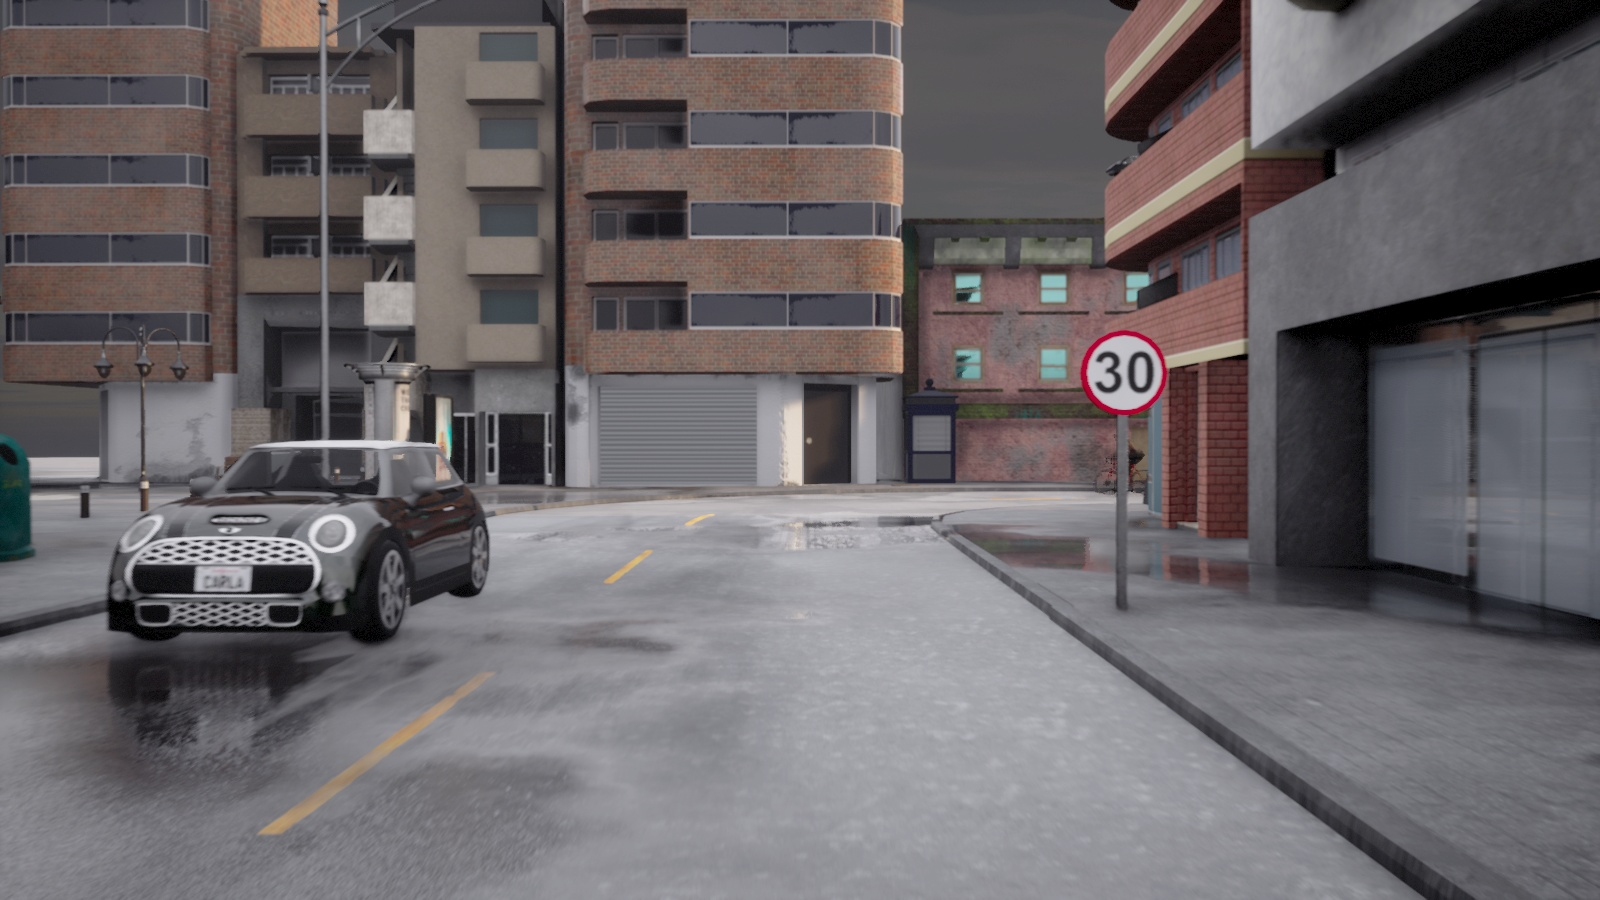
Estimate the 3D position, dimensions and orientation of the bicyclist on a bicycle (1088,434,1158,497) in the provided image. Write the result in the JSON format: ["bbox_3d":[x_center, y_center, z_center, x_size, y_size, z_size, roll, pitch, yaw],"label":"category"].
[{"bbox_3d":[8.351,0.392,32.470,1.656,1.620,0.582,0,1,-5],"label":"bicyclist on a bicycle"}]

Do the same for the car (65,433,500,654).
[{"bbox_3d":[-3.926,0.608,10.330,1.970,1.475,3.806,0,1,1],"label":"car"}]
